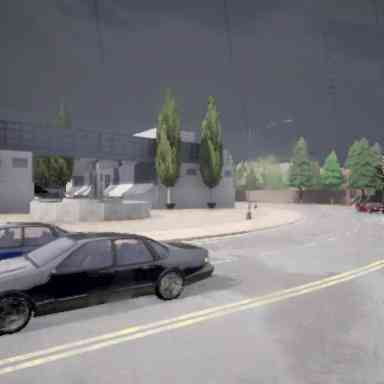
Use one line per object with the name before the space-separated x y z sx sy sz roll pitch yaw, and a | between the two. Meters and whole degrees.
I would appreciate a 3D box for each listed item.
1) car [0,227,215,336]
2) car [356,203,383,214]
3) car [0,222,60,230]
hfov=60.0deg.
car | -2.026 1.567 6.890 5.357 1.411 2.033 1 0 -36
car | 22.244 2.002 41.349 1.895 1.301 4.718 0 0 3
car | -4.904 1.556 9.121 5.357 1.411 2.033 1 0 -36
